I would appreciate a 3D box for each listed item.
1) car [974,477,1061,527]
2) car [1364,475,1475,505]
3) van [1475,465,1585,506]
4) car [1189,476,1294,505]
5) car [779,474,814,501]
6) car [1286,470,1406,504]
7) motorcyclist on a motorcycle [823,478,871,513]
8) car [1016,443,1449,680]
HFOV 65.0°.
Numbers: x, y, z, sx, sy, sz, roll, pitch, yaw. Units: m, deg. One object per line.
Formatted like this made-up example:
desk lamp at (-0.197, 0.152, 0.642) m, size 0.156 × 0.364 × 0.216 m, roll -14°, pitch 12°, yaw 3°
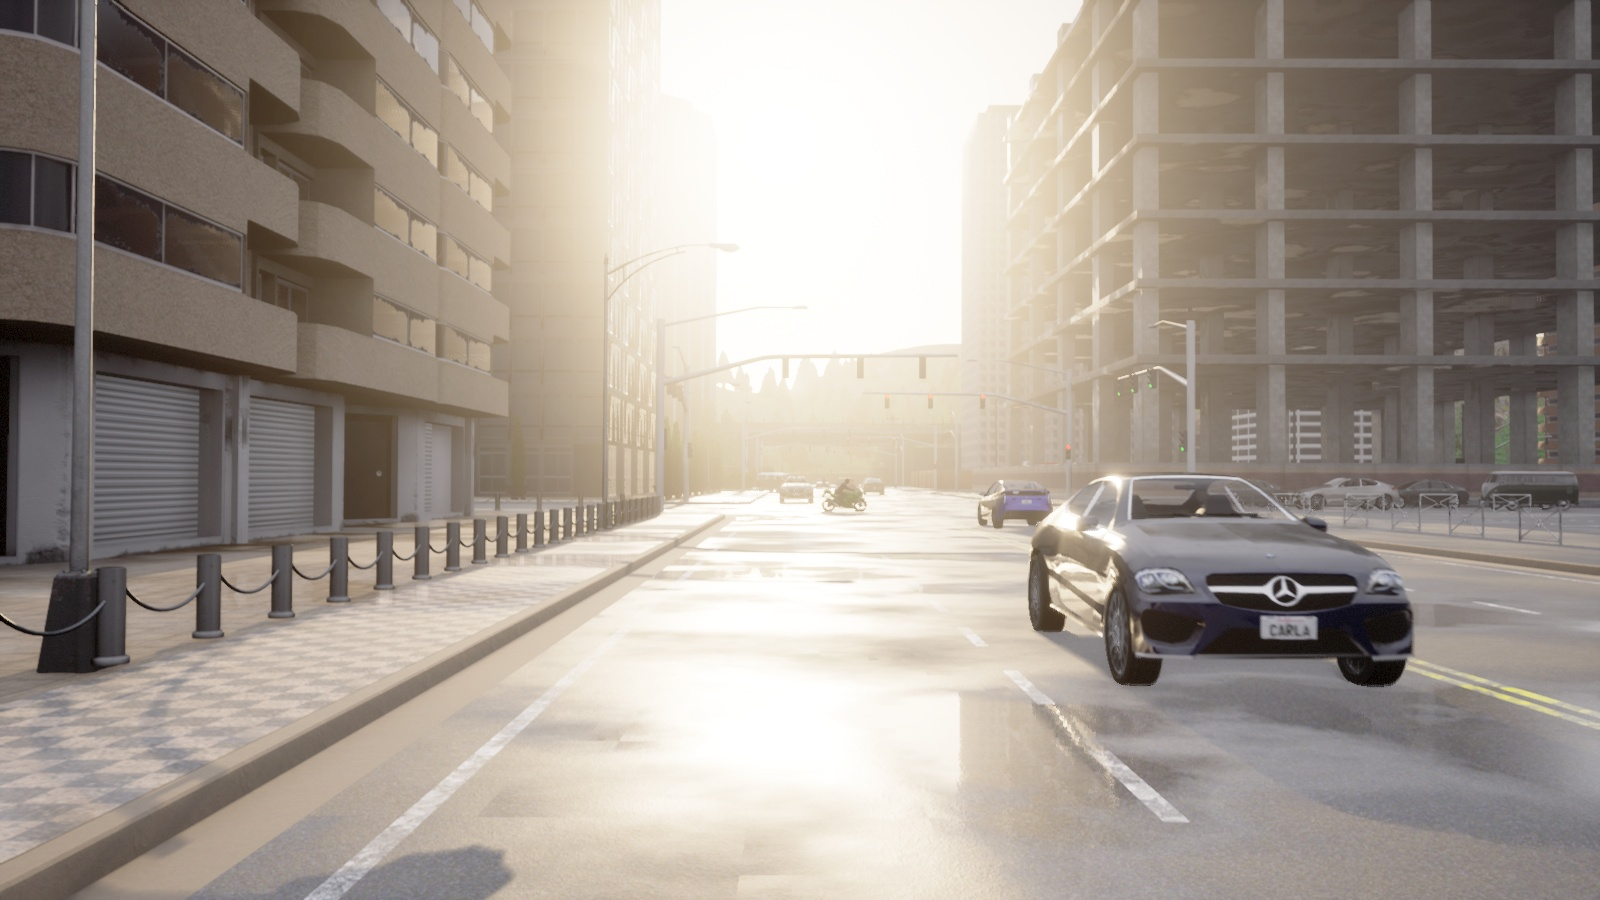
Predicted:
car at (6.894, 1.629, 40.284) m, size 2.007 × 1.525 × 4.514 m, roll 0°, pitch -1°, yaw 0°
car at (32.649, 2.099, 66.255) m, size 4.892 × 1.490 × 1.837 m, roll 0°, pitch -1°, yaw -1°
van at (36.442, 1.756, 62.782) m, size 4.442 × 1.987 × 1.775 m, roll 0°, pitch -1°, yaw 0°
car at (23.228, 2.136, 66.194) m, size 4.892 × 1.490 × 1.837 m, roll 0°, pitch -1°, yaw 0°
car at (-0.209, 2.355, 79.612) m, size 2.152 × 1.651 × 5.027 m, roll 0°, pitch -1°, yaw 0°
car at (27.224, 1.817, 62.723) m, size 5.027 × 1.651 × 2.152 m, roll 0°, pitch -1°, yaw 0°
motorcyclist on a motorcycle at (2.060, 1.989, 55.403) m, size 2.044 × 1.523 × 0.797 m, roll 0°, pitch -1°, yaw -1°
car at (3.469, 0.838, 11.343) m, size 2.152 × 1.651 × 5.027 m, roll 0°, pitch -1°, yaw 0°
